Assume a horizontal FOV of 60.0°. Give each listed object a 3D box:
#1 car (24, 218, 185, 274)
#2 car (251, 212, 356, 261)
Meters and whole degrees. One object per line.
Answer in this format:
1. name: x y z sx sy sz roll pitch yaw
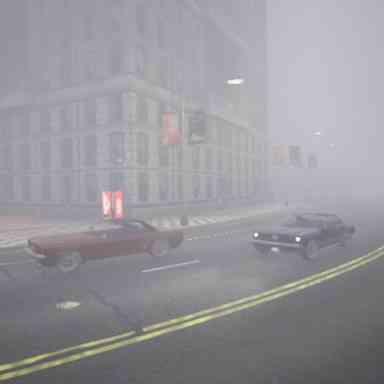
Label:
1. car: -2.638 1.532 10.546 4.718 1.301 1.895 -1 1 -38
2. car: 4.094 1.435 11.856 1.895 1.301 4.718 0 1 44
